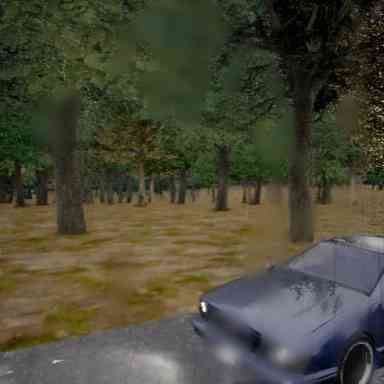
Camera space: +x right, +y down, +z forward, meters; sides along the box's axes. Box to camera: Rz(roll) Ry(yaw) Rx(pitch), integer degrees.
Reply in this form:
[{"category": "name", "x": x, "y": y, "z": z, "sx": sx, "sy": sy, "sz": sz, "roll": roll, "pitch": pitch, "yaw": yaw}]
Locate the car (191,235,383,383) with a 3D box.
[{"category": "car", "x": 2.681, "y": 1.427, "z": 5.038, "sx": 5.357, "sy": 1.411, "sz": 2.033, "roll": 0, "pitch": 2, "yaw": -31}]
